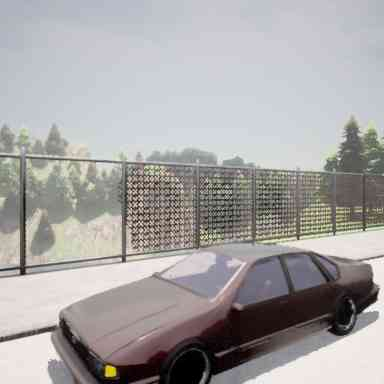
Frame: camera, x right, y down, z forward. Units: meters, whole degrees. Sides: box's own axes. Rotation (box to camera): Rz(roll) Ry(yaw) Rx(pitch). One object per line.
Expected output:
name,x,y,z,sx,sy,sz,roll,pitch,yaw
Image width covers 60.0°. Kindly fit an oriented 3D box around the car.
car,0.811,1.547,5.155,5.357,1.411,2.033,0,0,-35
